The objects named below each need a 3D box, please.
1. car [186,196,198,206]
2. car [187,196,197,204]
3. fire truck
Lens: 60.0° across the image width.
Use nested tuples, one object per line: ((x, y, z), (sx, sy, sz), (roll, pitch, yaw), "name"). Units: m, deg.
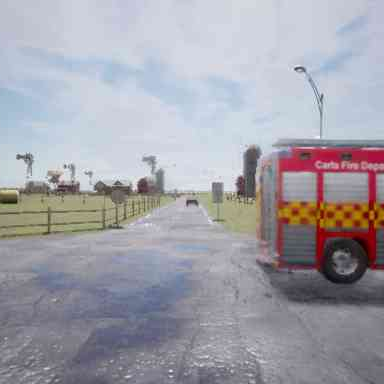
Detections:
((0.027, 1.498, 56.782), (1.882, 1.535, 5.008), (0, 0, 0), "car")
((0.032, 1.590, 67.204), (1.994, 1.385, 4.181), (0, 0, 0), "car")
((6.198, 0.419, 9.535), (8.468, 3.827, 2.891), (1, 0, 0), "fire truck")
